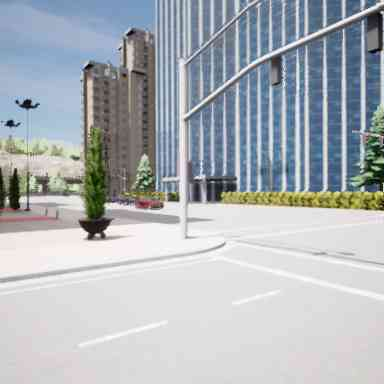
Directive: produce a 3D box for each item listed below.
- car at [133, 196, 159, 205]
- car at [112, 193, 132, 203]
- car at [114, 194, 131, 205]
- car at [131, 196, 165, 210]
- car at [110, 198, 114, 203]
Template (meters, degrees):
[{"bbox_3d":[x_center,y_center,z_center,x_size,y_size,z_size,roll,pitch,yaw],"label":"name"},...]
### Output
[{"bbox_3d":[-7.884,1.386,56.479,2.033,1.411,5.357,0,0,-36],"label":"car"},{"bbox_3d":[-13.617,1.191,64.304,2.097,1.767,4.553,0,0,-36],"label":"car"},{"bbox_3d":[-10.407,1.365,53.986,1.837,1.490,4.892,0,0,-35],"label":"car"},{"bbox_3d":[-5.161,1.359,40.502,1.882,1.535,5.008,0,0,-36],"label":"car"},{"bbox_3d":[-16.488,1.461,62.303,1.895,1.301,4.718,0,0,-36],"label":"car"}]
